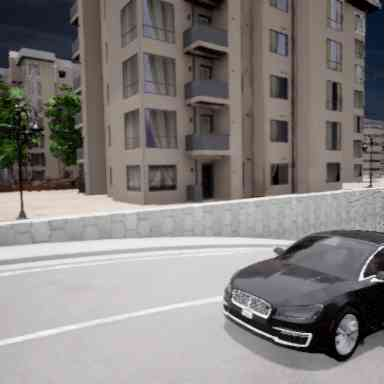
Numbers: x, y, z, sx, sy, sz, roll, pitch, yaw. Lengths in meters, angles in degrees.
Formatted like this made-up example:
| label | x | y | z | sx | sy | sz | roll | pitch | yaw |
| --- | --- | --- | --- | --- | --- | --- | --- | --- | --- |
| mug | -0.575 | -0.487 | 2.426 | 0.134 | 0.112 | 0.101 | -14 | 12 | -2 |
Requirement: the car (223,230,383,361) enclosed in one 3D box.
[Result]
| label | x | y | z | sx | sy | sz | roll | pitch | yaw |
| --- | --- | --- | --- | --- | --- | --- | --- | --- | --- |
| car | 2.777 | 1.489 | 5.941 | 4.892 | 1.490 | 1.837 | 2 | 1 | -34 |
